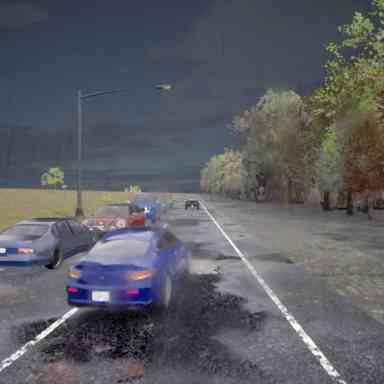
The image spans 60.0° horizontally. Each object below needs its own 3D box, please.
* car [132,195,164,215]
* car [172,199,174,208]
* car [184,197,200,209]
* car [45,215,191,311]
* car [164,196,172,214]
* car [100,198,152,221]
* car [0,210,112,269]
[{"bbox_3d":[-3.622,1.222,25.223,2.150,2.045,5.566,0,0,-1],"label":"car"},{"bbox_3d":[-3.626,1.346,45.234,2.097,1.767,4.553,0,0,0],"label":"car"},{"bbox_3d":[0.028,1.499,44.312,1.837,1.490,4.892,0,0,0],"label":"car"},{"bbox_3d":[-1.180,1.522,7.736,1.812,1.442,4.674,0,0,8],"label":"car"},{"bbox_3d":[-3.619,1.350,35.228,2.097,1.767,4.553,0,0,0],"label":"car"},{"bbox_3d":[-3.577,1.353,15.851,2.097,1.767,4.553,0,0,6],"label":"car"},{"bbox_3d":[-4.672,1.549,11.067,2.033,1.411,5.357,0,0,6],"label":"car"}]
